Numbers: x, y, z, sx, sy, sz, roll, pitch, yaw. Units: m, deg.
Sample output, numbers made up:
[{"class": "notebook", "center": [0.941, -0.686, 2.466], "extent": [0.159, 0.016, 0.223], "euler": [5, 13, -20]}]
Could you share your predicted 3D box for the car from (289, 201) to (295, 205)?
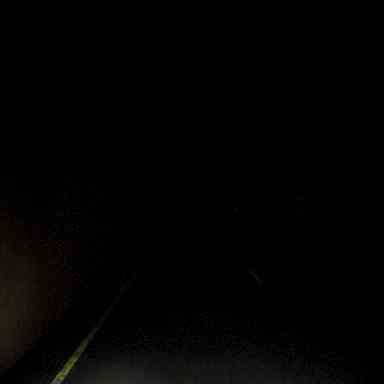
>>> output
[{"class": "car", "center": [23.601, 2.312, 72.999], "extent": [4.718, 1.301, 1.895], "euler": [0, -1, -21]}]

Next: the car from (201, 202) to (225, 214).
[{"class": "car", "center": [2.708, 1.988, 42.007], "extent": [1.812, 1.442, 4.674], "euler": [0, 0, 23]}]

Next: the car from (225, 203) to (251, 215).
[{"class": "car", "center": [5.857, 2.010, 40.500], "extent": [1.994, 1.385, 4.181], "euler": [0, -1, 23]}]
